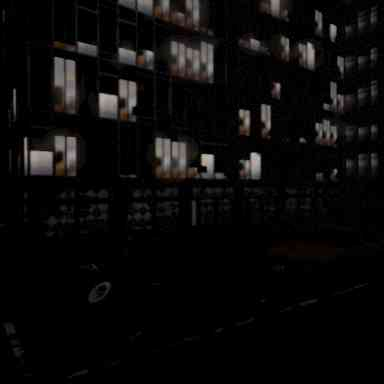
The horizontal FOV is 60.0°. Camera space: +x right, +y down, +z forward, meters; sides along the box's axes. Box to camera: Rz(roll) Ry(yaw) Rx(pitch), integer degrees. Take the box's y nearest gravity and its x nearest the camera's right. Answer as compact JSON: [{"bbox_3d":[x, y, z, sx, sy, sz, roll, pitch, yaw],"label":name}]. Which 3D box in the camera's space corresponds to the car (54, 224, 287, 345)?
[{"bbox_3d":[-0.385,1.444,6.295,4.097,1.590,1.967,0,-1,-35],"label":"car"}]

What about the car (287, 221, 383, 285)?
[{"bbox_3d":[4.105,1.536,9.495,4.829,1.417,1.752,0,-1,-35],"label":"car"}]
